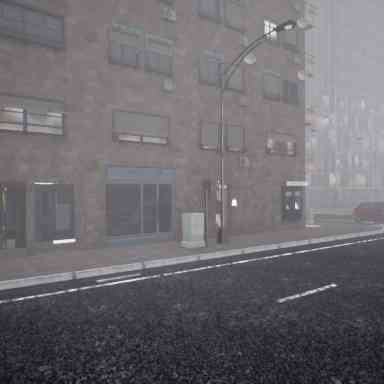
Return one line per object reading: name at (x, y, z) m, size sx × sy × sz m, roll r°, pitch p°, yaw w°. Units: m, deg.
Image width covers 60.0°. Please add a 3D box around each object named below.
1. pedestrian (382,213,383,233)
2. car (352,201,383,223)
pedestrian at (10.597, 1.293, 17.904) m, size 0.375 × 1.860 × 0.375 m, roll -1°, pitch 0°, yaw -35°
car at (14.774, 1.538, 25.497) m, size 2.097 × 1.767 × 4.553 m, roll -1°, pitch -1°, yaw -27°
